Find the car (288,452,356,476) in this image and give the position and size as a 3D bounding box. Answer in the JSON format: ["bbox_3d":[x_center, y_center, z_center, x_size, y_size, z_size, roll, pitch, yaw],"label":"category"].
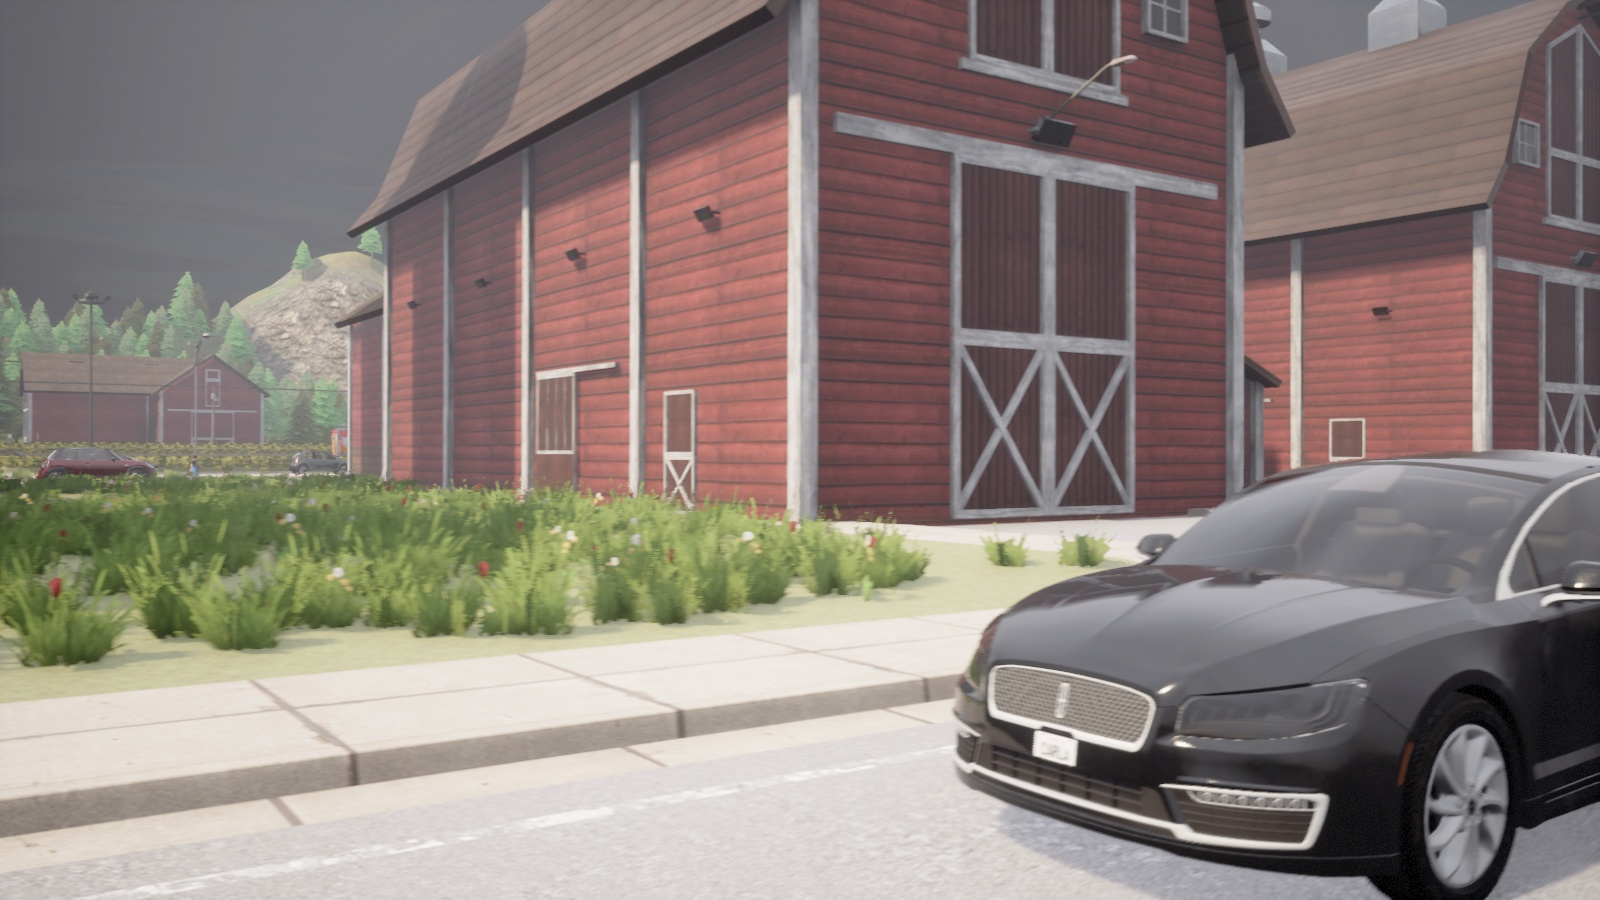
[{"bbox_3d":[-32.372,0.947,85.065,3.988,1.617,1.851,0,0,-34],"label":"car"}]

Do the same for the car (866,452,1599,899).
[{"bbox_3d":[2.797,0.758,5.605,4.892,1.490,1.837,0,0,-35],"label":"car"}]

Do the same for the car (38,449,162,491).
[{"bbox_3d":[-30.529,0.829,54.798,4.553,1.767,2.097,0,0,-35],"label":"car"}]
